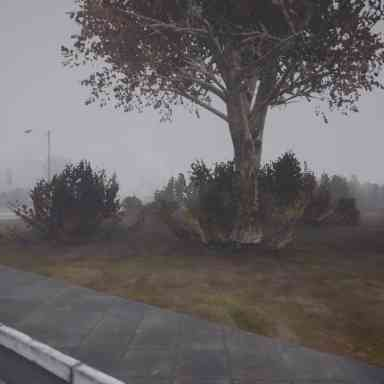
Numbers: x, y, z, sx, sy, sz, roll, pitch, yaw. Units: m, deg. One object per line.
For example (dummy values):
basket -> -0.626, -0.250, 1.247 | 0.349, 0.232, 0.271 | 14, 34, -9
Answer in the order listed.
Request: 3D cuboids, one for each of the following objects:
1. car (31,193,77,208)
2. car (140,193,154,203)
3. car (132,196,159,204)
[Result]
car -> -18.925, 1.114, 45.841 | 2.150, 2.045, 5.566 | 0, 0, 33
car -> -6.501, 1.121, 58.409 | 2.150, 2.045, 5.566 | 0, 0, 34
car -> -8.573, 1.434, 61.618 | 2.033, 1.411, 5.357 | 0, 0, 34
